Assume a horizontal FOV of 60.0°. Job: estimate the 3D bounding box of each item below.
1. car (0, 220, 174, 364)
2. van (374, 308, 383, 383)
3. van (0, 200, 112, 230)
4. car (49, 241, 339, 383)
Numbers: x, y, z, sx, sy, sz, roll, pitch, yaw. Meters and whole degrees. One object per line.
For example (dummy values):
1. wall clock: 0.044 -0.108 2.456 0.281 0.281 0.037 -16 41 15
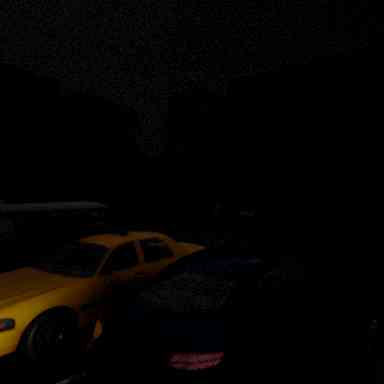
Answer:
1. car: -1.627 1.474 6.203 1.946 1.575 5.366 0 0 36
2. van: 3.038 1.250 3.246 1.878 1.987 4.442 0 0 35
3. van: -3.697 1.252 8.051 1.878 1.987 4.442 0 0 35
4. car: 0.724 1.516 4.750 2.002 1.452 4.674 0 0 35
